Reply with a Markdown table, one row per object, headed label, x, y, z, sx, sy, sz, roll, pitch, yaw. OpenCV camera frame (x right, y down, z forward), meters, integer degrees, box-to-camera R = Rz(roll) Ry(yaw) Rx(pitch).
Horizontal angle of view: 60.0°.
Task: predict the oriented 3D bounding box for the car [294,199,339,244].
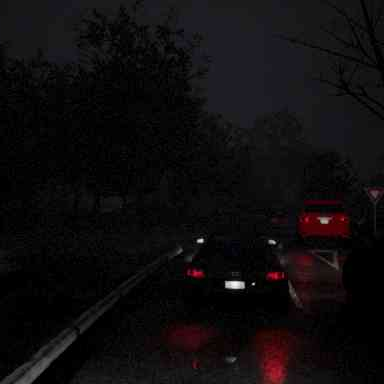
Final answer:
| label | x | y | z | sx | sy | sz | roll | pitch | yaw |
| --- | --- | --- | --- | --- | --- | --- | --- | --- | --- |
| car | 6.335 | 1.357 | 16.457 | 2.150 | 2.045 | 5.566 | -1 | -1 | 17 |

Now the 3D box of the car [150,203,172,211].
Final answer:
| label | x | y | z | sx | sy | sz | roll | pitch | yaw |
| --- | --- | --- | --- | --- | --- | --- | --- | --- | --- |
| car | -4.933 | 2.608 | 56.039 | 4.674 | 1.442 | 1.812 | -1 | -2 | 25 |

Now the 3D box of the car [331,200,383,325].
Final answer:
| label | x | y | z | sx | sy | sz | roll | pitch | yaw |
| --- | --- | --- | --- | --- | --- | --- | --- | --- | --- |
| car | 3.755 | 1.228 | 3.908 | 2.150 | 2.045 | 5.566 | 0 | 0 | 4 |

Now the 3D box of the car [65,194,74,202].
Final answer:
| label | x | y | z | sx | sy | sz | roll | pitch | yaw |
| --- | --- | --- | --- | --- | --- | --- | --- | --- | --- |
| car | -32.361 | 1.902 | 85.697 | 1.946 | 1.575 | 5.366 | 0 | 2 | -12 |

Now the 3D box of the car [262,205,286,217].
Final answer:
| label | x | y | z | sx | sy | sz | roll | pitch | yaw |
| --- | --- | --- | --- | --- | --- | --- | --- | --- | --- |
| car | 9.628 | 2.192 | 38.964 | 1.812 | 1.442 | 4.674 | 0 | -1 | -2 |

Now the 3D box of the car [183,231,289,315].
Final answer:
| label | x | y | z | sx | sy | sz | roll | pitch | yaw |
| --- | --- | --- | --- | --- | --- | --- | --- | --- | --- |
| car | 1.013 | 1.597 | 7.757 | 1.994 | 1.385 | 4.181 | 0 | 0 | 8 |

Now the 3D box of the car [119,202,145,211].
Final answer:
| label | x | y | z | sx | sy | sz | roll | pitch | yaw |
| --- | --- | --- | --- | --- | --- | --- | --- | --- | --- |
| car | -10.699 | 2.521 | 59.655 | 4.553 | 1.767 | 2.097 | 0 | -1 | -2 |
